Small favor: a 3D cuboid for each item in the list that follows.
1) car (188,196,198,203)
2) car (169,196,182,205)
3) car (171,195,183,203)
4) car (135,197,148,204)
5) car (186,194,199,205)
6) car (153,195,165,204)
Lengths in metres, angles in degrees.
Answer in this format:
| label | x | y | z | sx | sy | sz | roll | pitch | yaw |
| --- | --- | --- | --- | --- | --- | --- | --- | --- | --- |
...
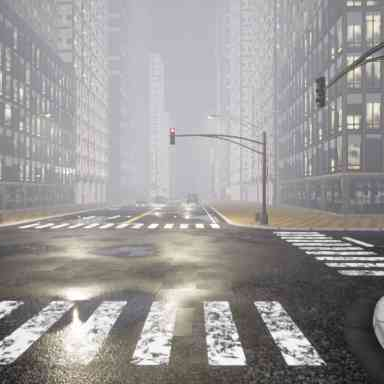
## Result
| label | x | y | z | sx | sy | sz | roll | pitch | yaw |
| --- | --- | --- | --- | --- | --- | --- | --- | --- | --- |
| car | 0.141 | 1.540 | 70.588 | 1.994 | 1.385 | 4.181 | 0 | 0 | 0 |
| car | -3.130 | 1.702 | 60.206 | 1.895 | 1.301 | 4.718 | 0 | 0 | 0 |
| car | -3.110 | 1.495 | 70.178 | 2.128 | 1.511 | 4.902 | 0 | 0 | 0 |
| car | -9.621 | 1.663 | 64.357 | 2.033 | 1.411 | 5.357 | 0 | 0 | 0 |
| car | 0.120 | 1.322 | 60.201 | 2.150 | 2.045 | 5.566 | 0 | 0 | 0 |
| car | -6.372 | 1.468 | 64.382 | 2.097 | 1.767 | 4.553 | 0 | 0 | 0 |
